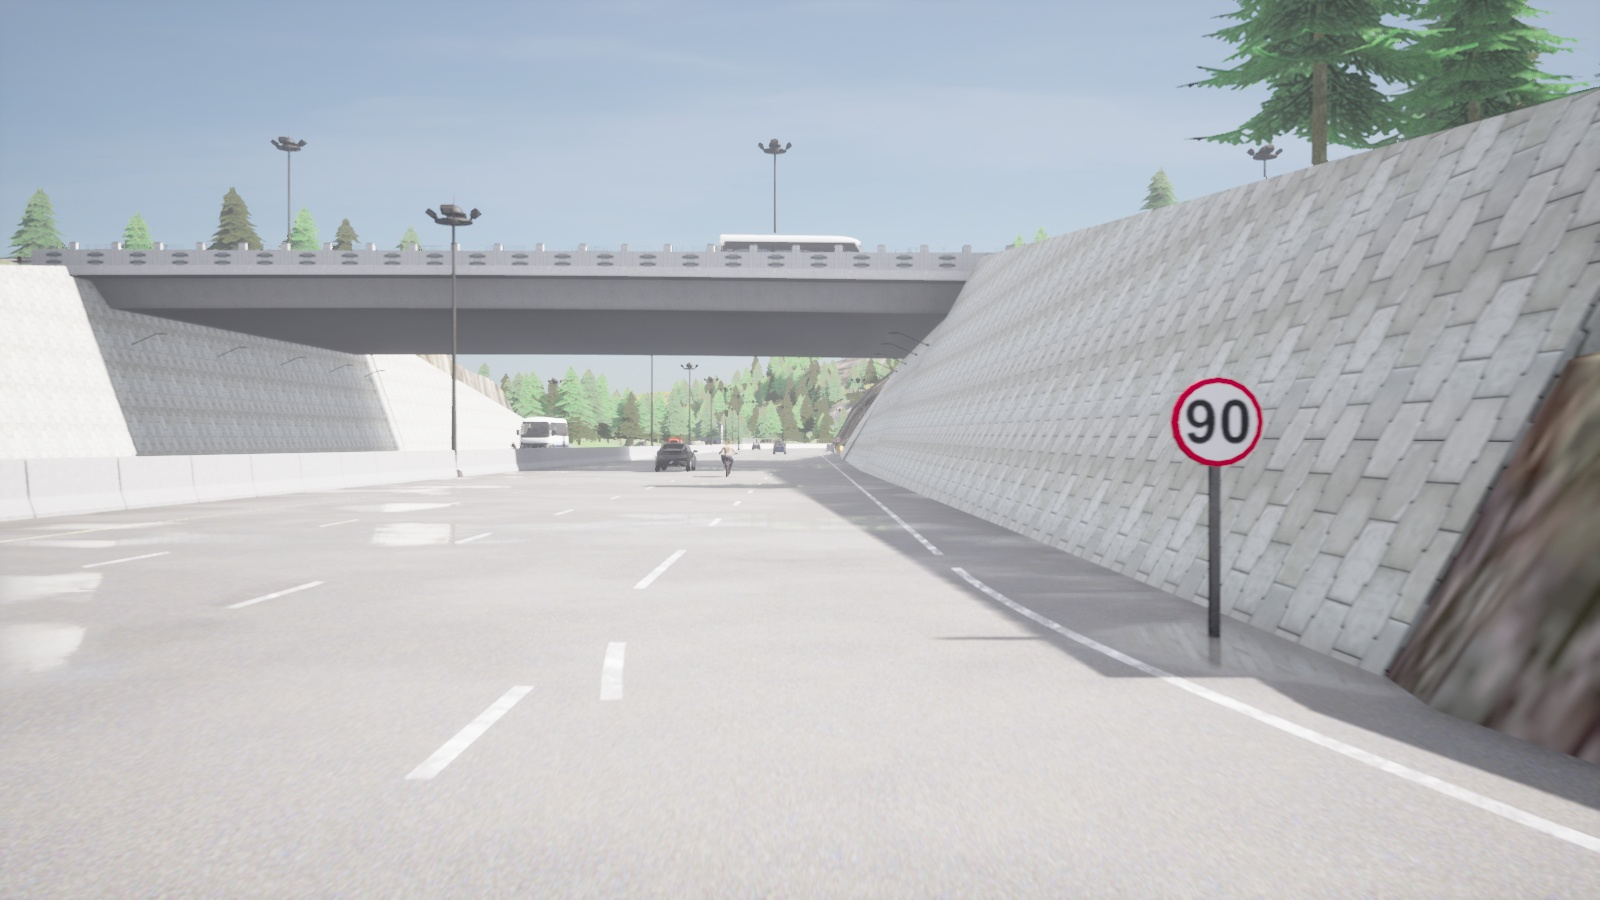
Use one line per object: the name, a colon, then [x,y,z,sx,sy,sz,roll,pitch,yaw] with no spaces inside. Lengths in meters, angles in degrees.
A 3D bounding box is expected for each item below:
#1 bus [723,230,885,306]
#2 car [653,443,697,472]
bus: [0.252,-11.821,82.165,10.273,4.253,3.944,1,0,1]
car: [-6.604,0.369,66.960,1.837,1.490,4.892,0,0,0]
